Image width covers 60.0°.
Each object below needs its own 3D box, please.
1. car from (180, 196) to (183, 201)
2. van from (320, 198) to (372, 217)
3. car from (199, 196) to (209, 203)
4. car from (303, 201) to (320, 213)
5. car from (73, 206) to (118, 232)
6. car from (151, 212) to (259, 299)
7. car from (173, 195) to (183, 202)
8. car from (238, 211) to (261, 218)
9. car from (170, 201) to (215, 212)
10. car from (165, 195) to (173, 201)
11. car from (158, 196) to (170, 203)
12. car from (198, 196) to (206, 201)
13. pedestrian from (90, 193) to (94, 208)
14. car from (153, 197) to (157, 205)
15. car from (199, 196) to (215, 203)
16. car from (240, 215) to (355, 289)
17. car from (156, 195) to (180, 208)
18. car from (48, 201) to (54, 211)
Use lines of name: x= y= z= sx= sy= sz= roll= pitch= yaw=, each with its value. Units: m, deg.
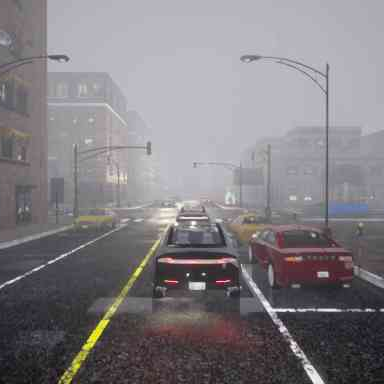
car: x=-3.181 y=1.568 z=65.589 sx=1.812 sy=1.442 sz=4.674 roll=0 pitch=0 yaw=0
van: x=14.589 y=1.415 z=31.190 sx=3.998 sy=1.788 sz=1.690 roll=0 pitch=0 yaw=-1
car: x=2.529 y=1.600 z=69.959 sx=2.008 sy=1.369 sz=4.403 roll=0 pitch=0 yaw=0
car: x=14.582 y=1.599 z=36.979 sx=4.181 sy=1.385 sz=1.994 roll=0 pitch=0 yaw=-1
car: x=-5.741 y=1.529 z=20.213 sx=1.752 sy=1.417 sz=4.829 roll=0 pitch=0 yaw=0
car: x=0.084 y=1.491 z=8.459 sx=2.128 sy=1.511 sz=4.902 roll=0 pitch=0 yaw=0
car: x=-3.172 y=1.584 z=76.925 sx=2.128 sy=1.511 sz=4.902 roll=0 pitch=0 yaw=0
car: x=2.652 y=1.527 z=14.870 sx=1.752 sy=1.417 sz=4.829 roll=0 pitch=0 yaw=0
car: x=0.060 y=1.494 z=18.828 sx=2.128 sy=1.511 sz=4.902 roll=0 pitch=0 yaw=0
car: x=-5.890 y=1.603 z=86.848 sx=1.752 sy=1.417 sz=4.829 roll=0 pitch=0 yaw=0
car: x=-5.851 y=1.600 z=69.928 sx=2.008 sy=1.369 sz=4.403 roll=0 pitch=0 yaw=0
car: x=2.491 y=1.629 z=87.049 sx=2.008 sy=1.369 sz=4.403 roll=-1 pitch=0 yaw=0
pedestrian: x=-12.725 y=1.083 z=42.248 sx=0.375 sy=1.860 sz=0.375 roll=0 pitch=0 yaw=-1
car: x=-5.826 y=1.584 z=58.535 sx=2.008 sy=1.369 sz=4.403 roll=0 pitch=0 yaw=0
car: x=2.566 y=1.466 z=52.869 sx=1.967 sy=1.590 sz=4.097 roll=0 pitch=0 yaw=0
car: x=2.665 y=1.545 z=9.003 sx=1.887 sy=1.381 sz=4.507 roll=0 pitch=0 yaw=0
car: x=-3.345 y=1.511 z=47.704 sx=2.128 sy=1.511 sz=4.902 roll=0 pitch=0 yaw=3
car: x=-17.831 y=1.462 z=36.718 sx=4.902 sy=1.511 sz=2.128 roll=0 pitch=0 yaw=-1
